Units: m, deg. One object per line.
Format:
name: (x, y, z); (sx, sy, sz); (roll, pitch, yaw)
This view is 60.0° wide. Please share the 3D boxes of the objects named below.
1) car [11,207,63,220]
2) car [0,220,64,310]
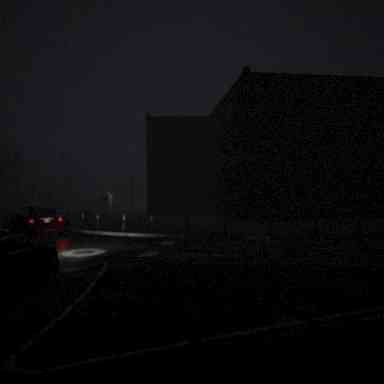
car: (-9.559, 1.684, 20.373); (2.097, 1.767, 4.553); (0, -1, -41)
car: (-4.558, 1.638, 7.401); (2.128, 1.511, 4.902); (-1, -1, -2)
